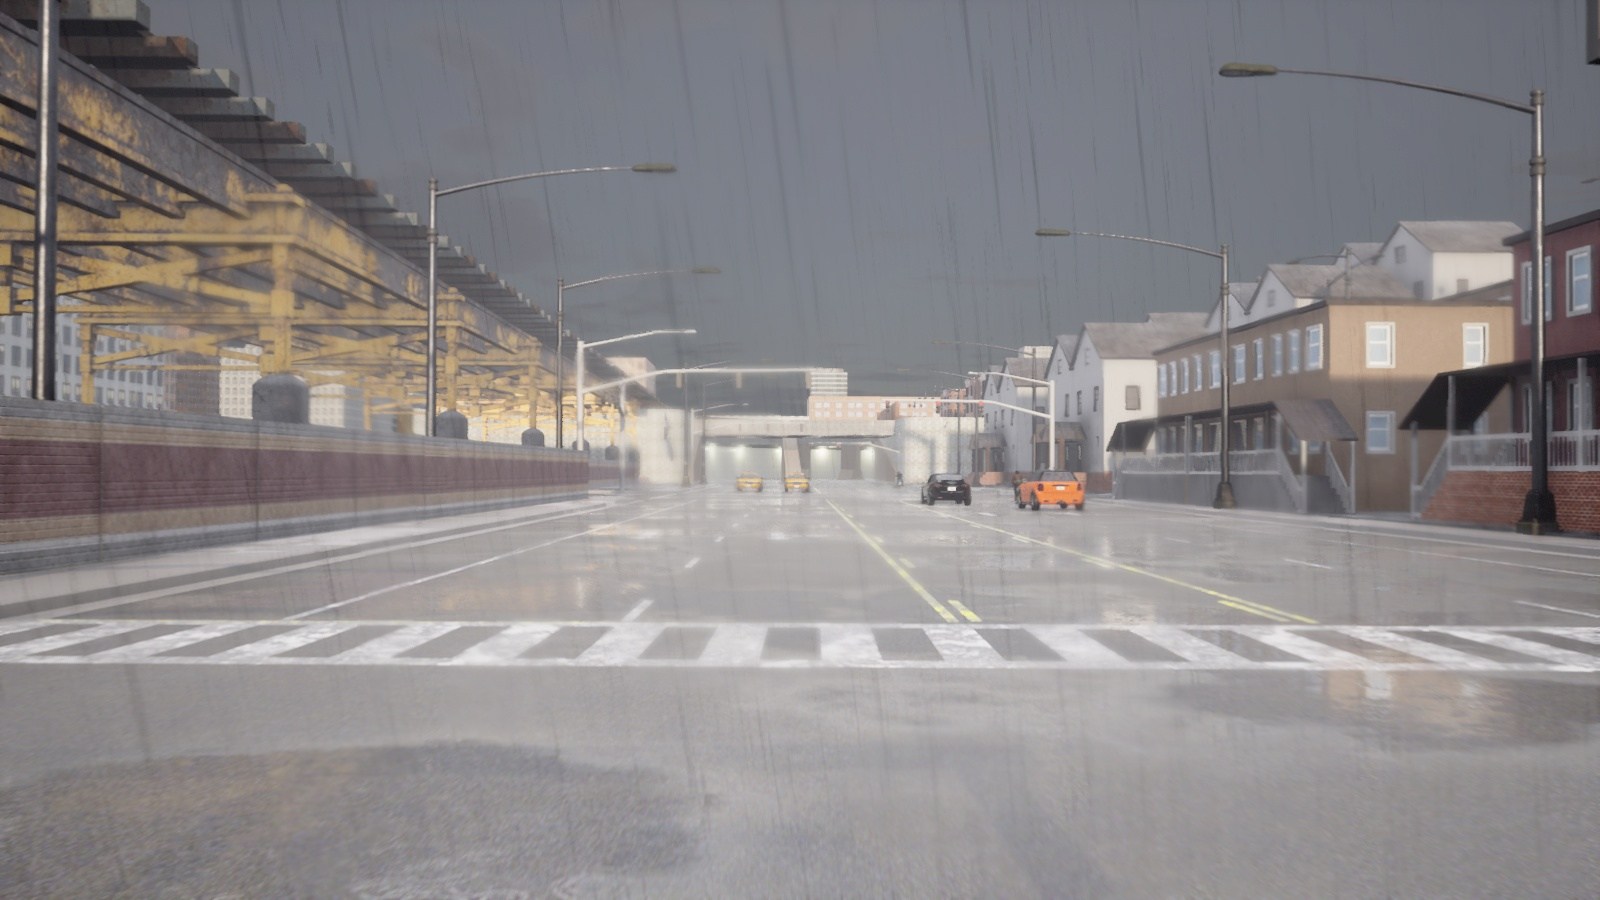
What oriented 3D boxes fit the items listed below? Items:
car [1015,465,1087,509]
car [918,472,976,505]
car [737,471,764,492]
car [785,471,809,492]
[{"bbox_3d":[10.383,1.507,52.280,2.097,1.767,4.553,0,-1,0],"label":"car"},{"bbox_3d":[6.868,1.778,59.172,2.163,1.488,4.792,0,-1,0],"label":"car"},{"bbox_3d":[-3.712,2.359,94.998,1.801,1.575,5.366,0,-1,0],"label":"car"},{"bbox_3d":[-0.212,2.346,95.095,1.801,1.575,5.366,0,-1,0],"label":"car"}]
